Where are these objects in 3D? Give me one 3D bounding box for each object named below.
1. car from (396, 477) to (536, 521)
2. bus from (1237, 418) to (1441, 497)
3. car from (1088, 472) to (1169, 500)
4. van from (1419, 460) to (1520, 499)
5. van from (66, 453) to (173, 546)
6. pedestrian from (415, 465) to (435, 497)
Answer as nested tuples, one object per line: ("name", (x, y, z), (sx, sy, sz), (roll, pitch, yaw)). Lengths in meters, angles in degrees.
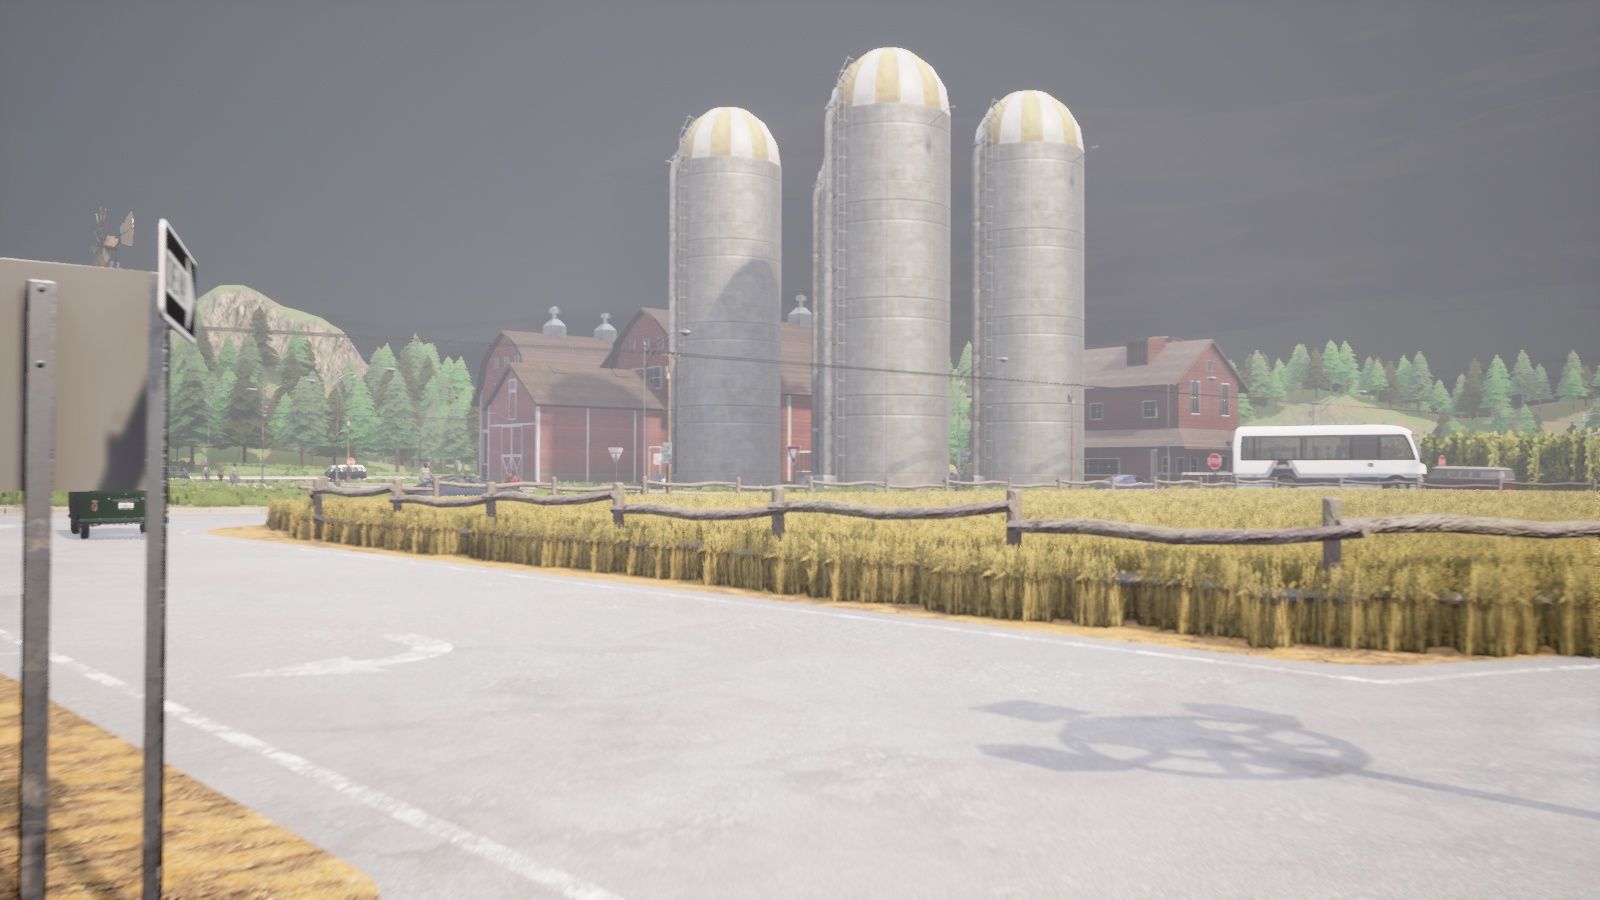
("car", (-11.379, 1.641, 42.929), (4.181, 1.385, 1.994), (1, -1, -41))
("bus", (30.349, 0.498, 70.940), (10.273, 4.253, 3.944), (-1, -1, 26))
("car", (17.588, 1.894, 67.083), (4.674, 1.442, 1.812), (1, -1, -40))
("van", (36.143, 1.580, 67.849), (1.775, 1.987, 4.442), (1, 0, -40))
("van", (-15.886, 1.116, 29.218), (1.775, 1.987, 4.442), (1, -2, -34))
("pedestrian", (-21.970, 1.788, 73.645), (0.874, 1.855, 0.900), (0, -1, -37))
